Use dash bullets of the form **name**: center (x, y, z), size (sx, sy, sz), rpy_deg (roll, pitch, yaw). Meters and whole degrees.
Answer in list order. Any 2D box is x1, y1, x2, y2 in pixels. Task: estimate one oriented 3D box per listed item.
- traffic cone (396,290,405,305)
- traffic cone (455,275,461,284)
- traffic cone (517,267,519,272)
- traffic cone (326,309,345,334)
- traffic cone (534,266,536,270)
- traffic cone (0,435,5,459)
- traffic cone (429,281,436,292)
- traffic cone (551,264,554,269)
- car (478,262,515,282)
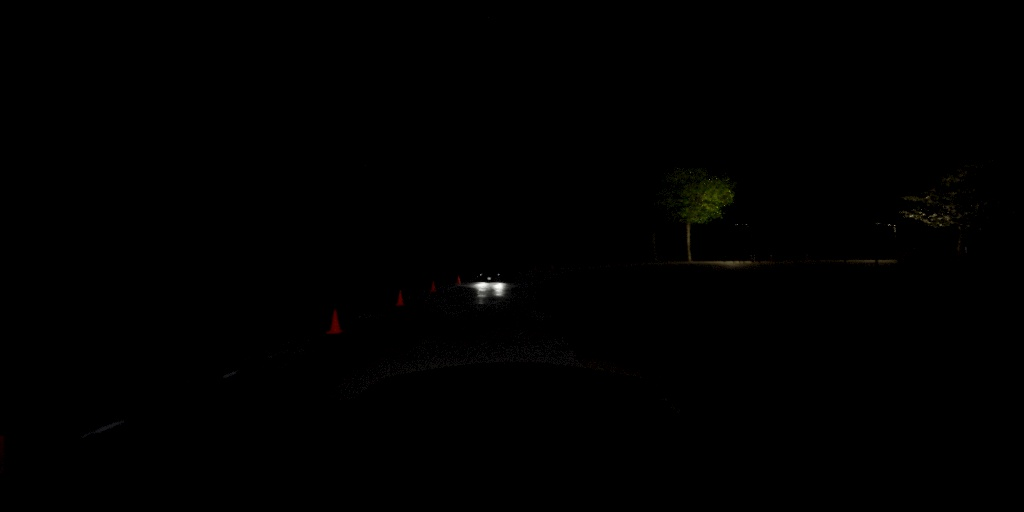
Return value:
- **traffic cone**: center (-4.439, 1.653, 14.248), size (0.340, 0.580, 0.340), rpy_deg (0, 0, 0)
- **traffic cone**: center (-3.673, 1.597, 24.599), size (0.340, 0.580, 0.340), rpy_deg (0, 0, 9)
- **traffic cone**: center (0.633, 1.503, 39.566), size (0.340, 0.580, 0.340), rpy_deg (0, 0, 23)
- **traffic cone**: center (-4.572, 1.678, 9.277), size (0.340, 0.580, 0.340), rpy_deg (0, 0, -1)
- **traffic cone**: center (2.875, 1.468, 44.262), size (0.340, 0.580, 0.340), rpy_deg (0, 0, 28)
- **traffic cone**: center (-4.815, 1.530, 3.331), size (0.340, 0.580, 0.340), rpy_deg (0, 0, 0)
- **traffic cone**: center (-4.269, 1.627, 19.430), size (0.340, 0.580, 0.340), rpy_deg (0, 0, 4)
- **traffic cone**: center (5.497, 1.431, 48.756), size (0.340, 0.580, 0.340), rpy_deg (0, 0, 33)
- **car**: center (-1.048, 1.165, 27.546), size (2.033, 1.411, 5.357), rpy_deg (0, 0, 12)
